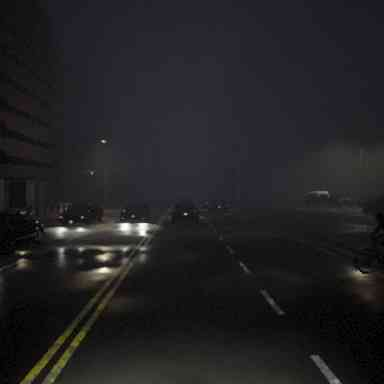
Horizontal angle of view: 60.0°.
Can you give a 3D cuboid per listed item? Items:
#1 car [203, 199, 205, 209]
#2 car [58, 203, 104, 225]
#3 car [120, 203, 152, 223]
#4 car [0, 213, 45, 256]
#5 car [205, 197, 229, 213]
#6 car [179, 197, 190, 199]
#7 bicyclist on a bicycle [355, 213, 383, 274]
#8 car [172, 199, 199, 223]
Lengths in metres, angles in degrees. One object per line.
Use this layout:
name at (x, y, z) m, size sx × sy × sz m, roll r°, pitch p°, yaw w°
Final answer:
car at (2.413, 1.428, 44.226) m, size 2.033 × 1.411 × 5.357 m, roll 0°, pitch 0°, yaw -1°
car at (-7.662, 1.485, 23.533) m, size 2.033 × 1.411 × 5.357 m, roll 0°, pitch 0°, yaw -1°
car at (-4.112, 1.498, 24.983) m, size 1.994 × 1.385 × 4.181 m, roll 0°, pitch 0°, yaw -1°
car at (-7.398, 1.530, 12.854) m, size 1.994 × 1.385 × 4.181 m, roll 0°, pitch 0°, yaw -1°
car at (2.699, 1.469, 34.993) m, size 1.994 × 1.385 × 4.181 m, roll 0°, pitch 0°, yaw -1°
car at (-0.950, 1.377, 42.489) m, size 2.128 × 1.511 × 4.902 m, roll 0°, pitch 0°, yaw -1°
bicyclist on a bicycle at (5.141, 1.377, 8.846) m, size 1.656 × 1.620 × 0.582 m, roll 0°, pitch 0°, yaw -1°
car at (-0.505, 1.496, 24.961) m, size 1.994 × 1.385 × 4.181 m, roll 0°, pitch 0°, yaw -1°
